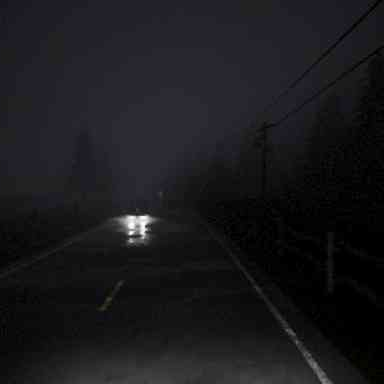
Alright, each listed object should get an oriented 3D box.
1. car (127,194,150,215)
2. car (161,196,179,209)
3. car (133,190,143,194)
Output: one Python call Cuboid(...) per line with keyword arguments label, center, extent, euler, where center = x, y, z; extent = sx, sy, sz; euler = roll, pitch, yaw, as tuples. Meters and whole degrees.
Cuboid(label="car", center=(-5.037, 1.272, 31.563), extent=(2.128, 1.511, 4.902), euler=(0, 0, -6))
Cuboid(label="car", center=(-2.641, 1.212, 40.129), extent=(2.128, 1.511, 4.902), euler=(0, 1, -7))
Cuboid(label="car", center=(-11.718, 0.669, 72.086), extent=(2.150, 2.045, 5.566), euler=(0, 0, -12))
